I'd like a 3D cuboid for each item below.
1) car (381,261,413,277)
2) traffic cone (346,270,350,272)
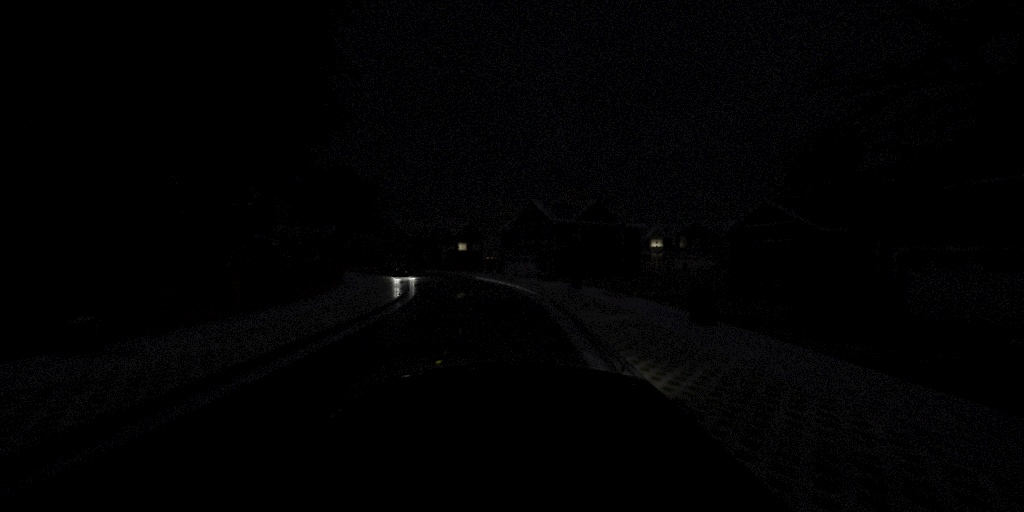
[{"bbox_3d":[-11.277,1.232,35.074,1.837,1.490,4.892,0,0,-38],"label":"car"},{"bbox_3d":[-19.147,1.499,41.828,0.340,0.580,0.340,0,0,45],"label":"traffic cone"}]
